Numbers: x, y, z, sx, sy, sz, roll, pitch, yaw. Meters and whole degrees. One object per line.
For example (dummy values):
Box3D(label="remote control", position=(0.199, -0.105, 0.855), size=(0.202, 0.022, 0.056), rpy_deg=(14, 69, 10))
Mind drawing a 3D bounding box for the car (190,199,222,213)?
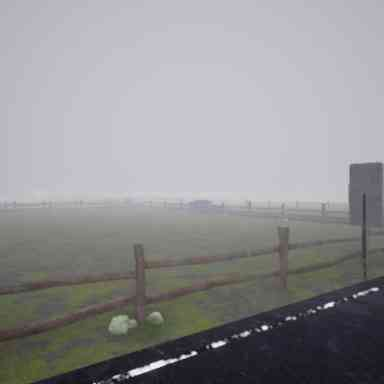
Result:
Box3D(label="car", position=(1.729, 1.587, 39.376), size=(1.882, 1.535, 5.008), rpy_deg=(0, 0, -35))

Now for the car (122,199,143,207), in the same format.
Box3D(label="car", position=(-10.055, 1.793, 56.088), size=(1.895, 1.301, 4.718), rpy_deg=(0, 0, -35))
